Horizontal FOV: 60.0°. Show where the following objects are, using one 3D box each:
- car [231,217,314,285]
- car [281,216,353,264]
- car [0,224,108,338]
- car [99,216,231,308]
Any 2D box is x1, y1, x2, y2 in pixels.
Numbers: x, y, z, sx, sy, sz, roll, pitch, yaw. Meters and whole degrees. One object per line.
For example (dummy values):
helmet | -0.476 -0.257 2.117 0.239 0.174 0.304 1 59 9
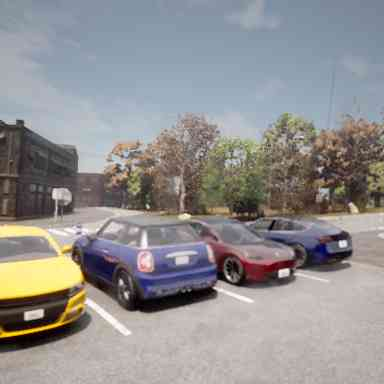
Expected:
car | 0.845 1.556 10.004 2.163 1.488 4.792 0 0 -35
car | 3.080 1.570 11.665 2.163 1.488 4.792 0 0 -35
car | -3.710 1.489 6.806 2.097 1.535 5.008 1 -1 -35
car | -1.423 1.386 8.388 2.185 1.767 4.553 1 0 -35
